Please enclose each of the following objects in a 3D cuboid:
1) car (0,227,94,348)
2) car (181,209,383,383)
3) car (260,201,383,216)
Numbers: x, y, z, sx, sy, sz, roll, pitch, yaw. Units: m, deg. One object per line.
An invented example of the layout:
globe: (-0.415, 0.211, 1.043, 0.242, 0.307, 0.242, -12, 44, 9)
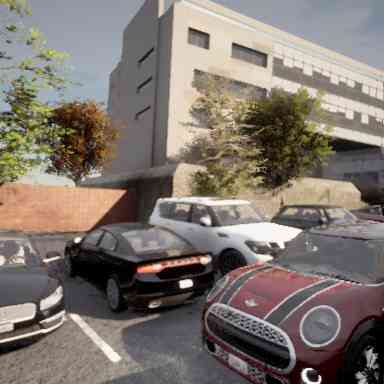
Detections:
car: (-3.813, 1.479, 6.255, 2.231, 1.521, 4.892, 0, 0, -35)
car: (2.344, 1.323, 5.045, 4.553, 1.767, 2.097, 0, 0, -35)
car: (5.172, 1.285, 12.685, 2.185, 1.767, 4.553, 0, 0, -35)
